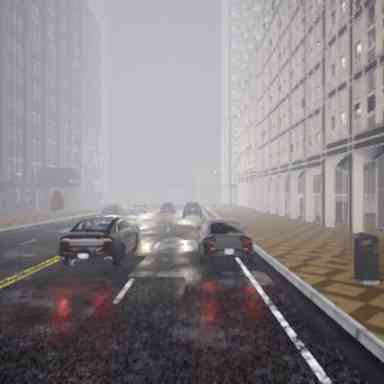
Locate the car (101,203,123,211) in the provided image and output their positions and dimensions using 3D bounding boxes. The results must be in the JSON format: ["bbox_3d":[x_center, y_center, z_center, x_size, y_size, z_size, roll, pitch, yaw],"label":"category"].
[{"bbox_3d":[-9.811,2.103,41.146,1.994,1.385,4.181,0,-1,0],"label":"car"}]

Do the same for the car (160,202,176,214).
[{"bbox_3d":[-3.120,2.099,43.858,1.812,1.442,4.674,0,-1,0],"label":"car"}]

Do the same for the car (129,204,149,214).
[{"bbox_3d":[-6.562,2.147,41.682,1.895,1.301,4.718,0,-1,0],"label":"car"}]

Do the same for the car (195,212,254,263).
[{"bbox_3d":[1.146,1.694,12.526,1.812,1.442,4.674,0,-1,0],"label":"car"}]

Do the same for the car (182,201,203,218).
[{"bbox_3d":[0.067,1.821,35.701,2.097,1.767,4.553,0,-1,1],"label":"car"}]

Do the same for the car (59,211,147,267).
[{"bbox_3d":[-3.141,1.654,12.028,2.128,1.511,4.902,0,-1,0],"label":"car"}]

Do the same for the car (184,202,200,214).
[{"bbox_3d":[0.059,2.151,46.253,2.033,1.411,5.357,0,-1,1],"label":"car"}]
